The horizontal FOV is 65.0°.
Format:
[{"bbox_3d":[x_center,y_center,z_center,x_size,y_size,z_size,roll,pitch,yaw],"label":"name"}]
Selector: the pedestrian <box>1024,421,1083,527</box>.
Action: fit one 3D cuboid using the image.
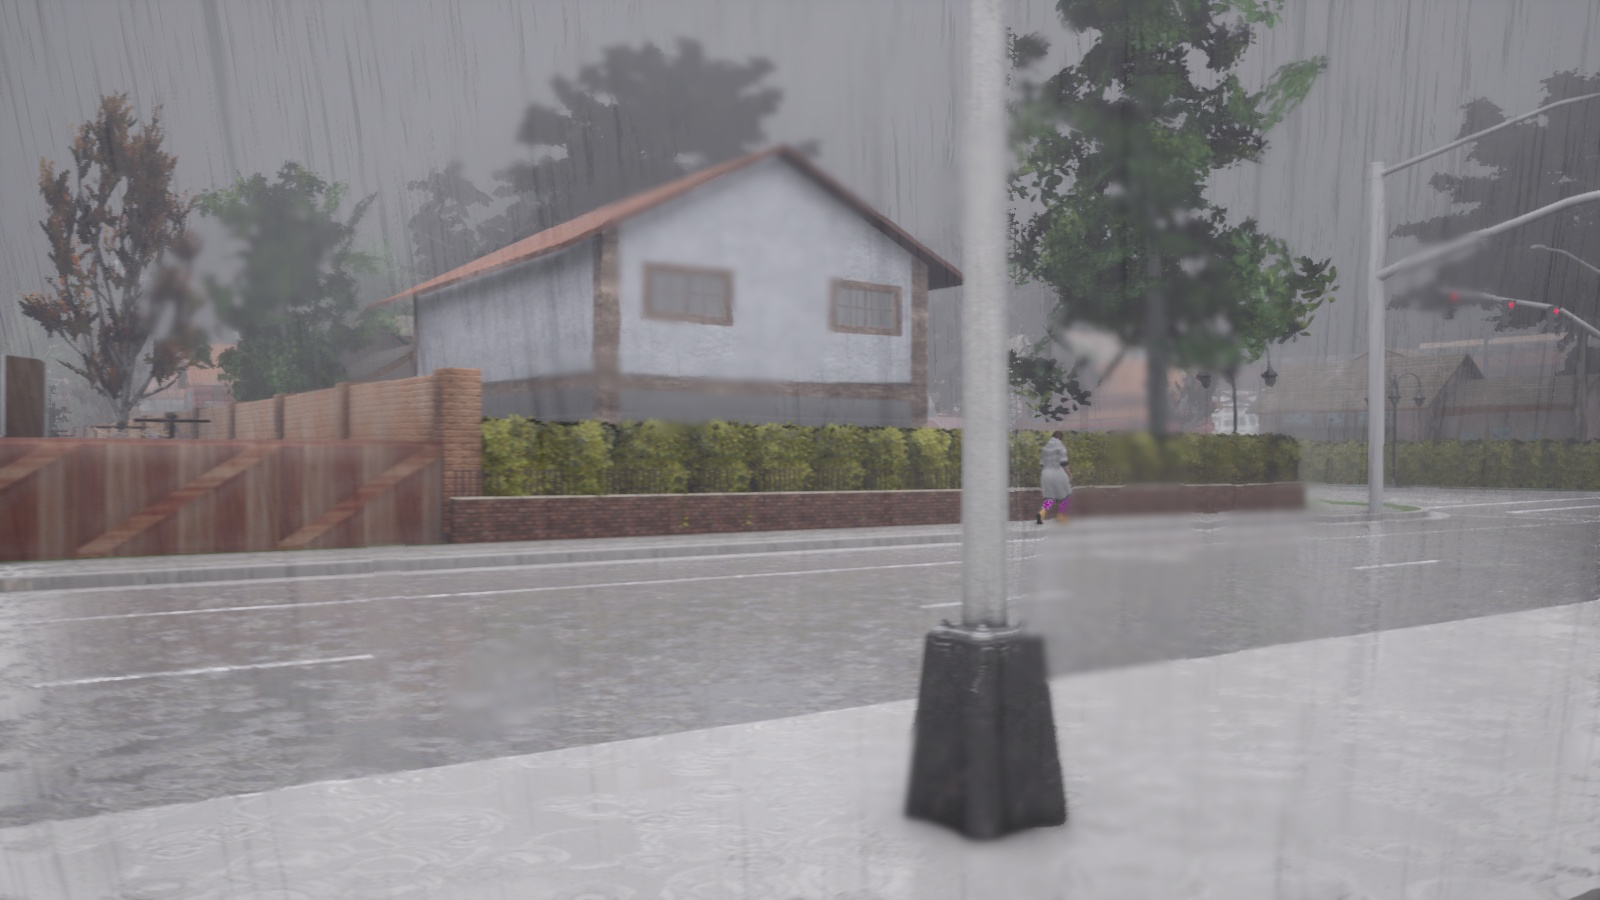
[{"bbox_3d":[4.772,0.448,23.609,0.873,1.952,0.659,0,0,-36],"label":"pedestrian"}]
